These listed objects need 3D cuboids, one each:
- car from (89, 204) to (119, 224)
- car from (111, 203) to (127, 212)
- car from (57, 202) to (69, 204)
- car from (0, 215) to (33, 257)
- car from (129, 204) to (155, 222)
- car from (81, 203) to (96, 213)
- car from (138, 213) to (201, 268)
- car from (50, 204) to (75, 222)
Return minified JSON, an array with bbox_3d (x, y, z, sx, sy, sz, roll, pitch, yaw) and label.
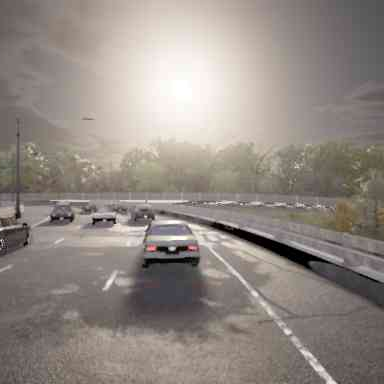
[{"bbox_3d":[-7.483,1.974,28.321,1.895,1.301,4.718,0,-1,-15],"label":"car"},{"bbox_3d":[-10.690,2.214,47.048,1.895,1.301,4.718,0,-1,-25],"label":"car"},{"bbox_3d":[-17.609,2.094,45.270,1.882,1.535,5.008,0,-1,-25],"label":"car"},{"bbox_3d":[-8.167,1.701,13.717,1.837,1.490,4.892,0,-1,-7],"label":"car"},{"bbox_3d":[-4.652,1.901,30.971,1.837,1.490,4.892,0,-1,-16],"label":"car"},{"bbox_3d":[-14.232,2.218,46.360,1.895,1.301,4.718,0,-1,-25],"label":"car"},{"bbox_3d":[-0.860,1.699,11.959,2.033,1.411,5.357,0,-1,-7],"label":"car"},{"bbox_3d":[-11.790,2.016,30.549,1.895,1.301,4.718,0,-1,-17],"label":"car"}]
